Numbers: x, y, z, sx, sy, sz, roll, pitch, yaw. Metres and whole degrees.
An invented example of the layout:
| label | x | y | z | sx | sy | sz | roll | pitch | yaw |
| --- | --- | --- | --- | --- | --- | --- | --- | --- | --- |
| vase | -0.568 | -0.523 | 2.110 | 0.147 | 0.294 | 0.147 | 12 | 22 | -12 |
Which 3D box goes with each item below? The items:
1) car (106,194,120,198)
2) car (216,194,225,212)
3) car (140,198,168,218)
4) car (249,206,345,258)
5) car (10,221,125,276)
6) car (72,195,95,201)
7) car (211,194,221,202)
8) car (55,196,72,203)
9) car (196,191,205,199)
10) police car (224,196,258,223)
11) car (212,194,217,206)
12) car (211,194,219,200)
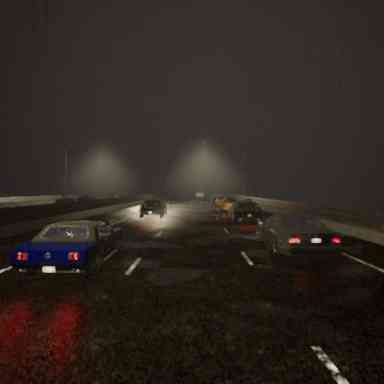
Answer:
| label | x | y | z | sx | sy | sz | roll | pitch | yaw |
| --- | --- | --- | --- | --- | --- | --- | --- | --- | --- |
| car | -13.135 | 1.166 | 55.392 | 2.128 | 1.511 | 4.902 | 0 | 0 | 2 |
| car | 3.870 | 1.222 | 34.623 | 1.801 | 1.575 | 5.366 | 0 | 0 | 1 |
| car | -3.149 | 1.307 | 27.835 | 1.837 | 1.490 | 4.892 | 0 | 0 | 1 |
| car | 3.659 | 1.458 | 12.260 | 2.033 | 1.411 | 5.357 | 0 | 0 | 1 |
| car | -3.359 | 1.526 | 10.072 | 1.895 | 1.301 | 4.718 | 0 | 0 | 0 |
| car | -16.735 | 1.190 | 52.524 | 1.837 | 1.490 | 4.892 | 0 | 0 | 2 |
| car | 4.856 | 1.141 | 67.185 | 1.837 | 1.490 | 4.892 | 0 | 0 | 2 |
| car | -20.200 | 1.281 | 53.457 | 1.895 | 1.301 | 4.718 | 0 | 0 | 2 |
| car | 2.188 | 0.657 | 86.259 | 2.150 | 2.045 | 5.566 | 0 | 0 | 3 |
| police car | 3.676 | 1.255 | 23.621 | 1.930 | 1.638 | 5.238 | 0 | 0 | 1 |
| car | 4.132 | 1.174 | 45.542 | 1.801 | 1.575 | 5.366 | 0 | 0 | 2 |
| car | 5.326 | 1.207 | 78.129 | 1.895 | 1.301 | 4.718 | 0 | 0 | 3 |
